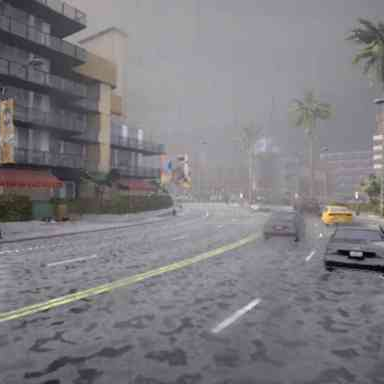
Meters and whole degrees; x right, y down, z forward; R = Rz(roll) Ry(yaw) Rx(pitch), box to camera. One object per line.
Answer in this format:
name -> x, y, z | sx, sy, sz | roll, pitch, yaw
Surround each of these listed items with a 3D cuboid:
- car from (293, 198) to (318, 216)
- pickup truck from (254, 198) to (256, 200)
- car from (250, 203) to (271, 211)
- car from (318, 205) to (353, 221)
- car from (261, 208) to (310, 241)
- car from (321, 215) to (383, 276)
car -> 14.176, 1.828, 41.597 | 2.150, 2.045, 5.566 | 0, -1, 5
pickup truck -> 18.415, 2.323, 89.466 | 2.390, 2.098, 6.274 | 0, -1, 36
car -> 10.459, 2.307, 51.242 | 1.895, 1.301, 4.718 | 0, -1, -6
car -> 11.426, 1.877, 26.356 | 1.882, 1.535, 5.008 | 0, -1, 17
car -> 5.197, 1.812, 18.465 | 2.033, 1.411, 5.357 | 0, -1, 23
car -> 5.528, 1.720, 11.032 | 2.033, 1.411, 5.357 | 0, -1, 28
